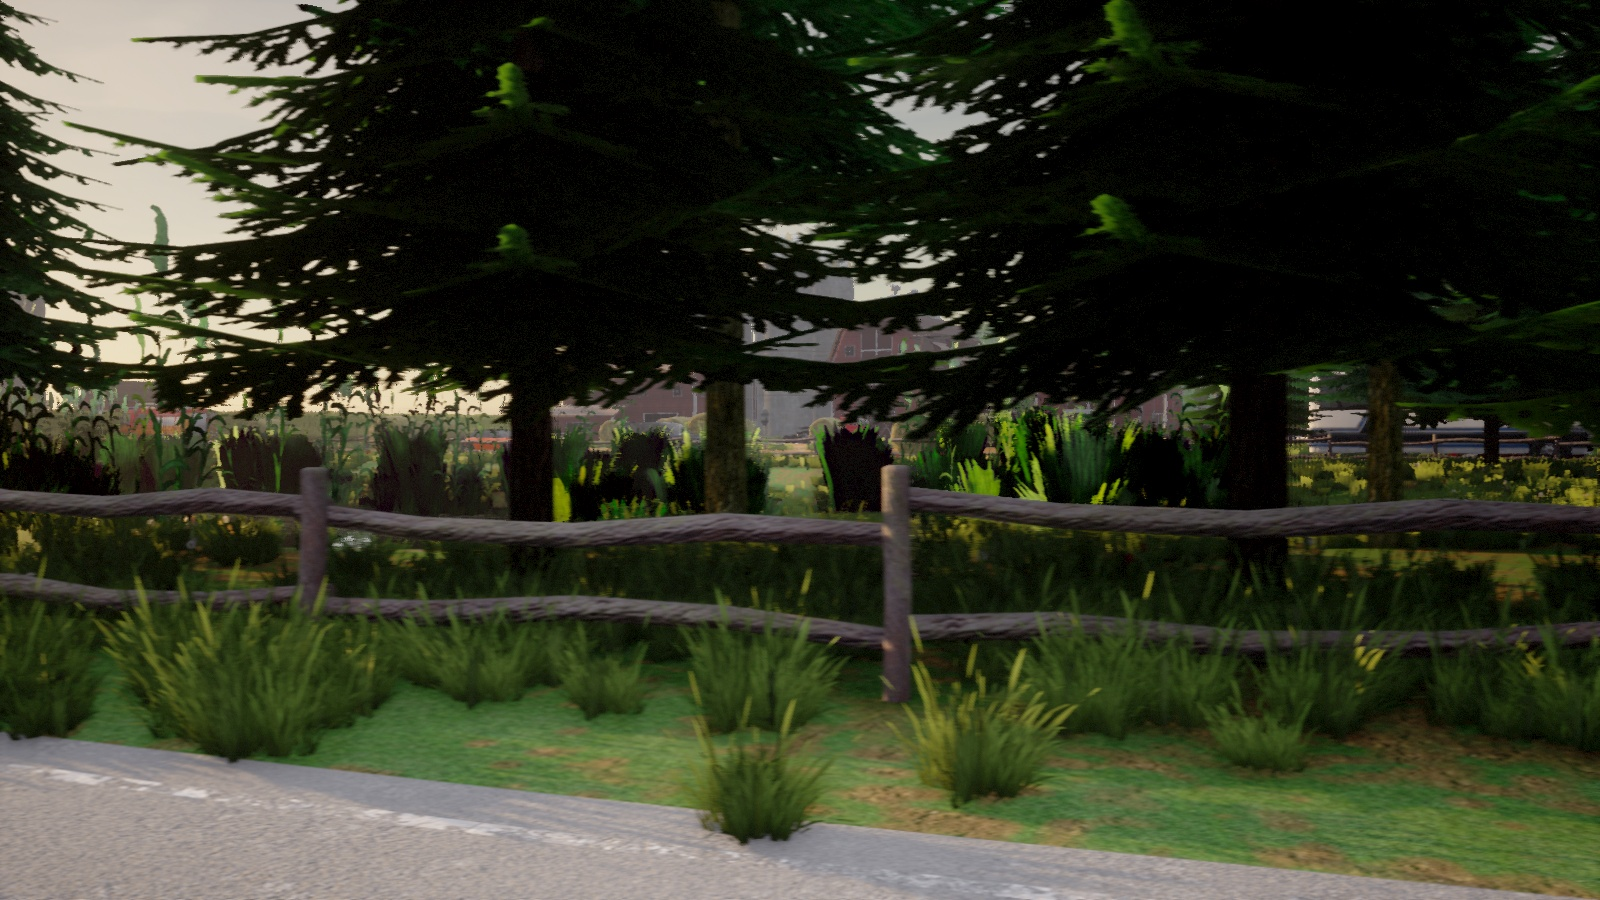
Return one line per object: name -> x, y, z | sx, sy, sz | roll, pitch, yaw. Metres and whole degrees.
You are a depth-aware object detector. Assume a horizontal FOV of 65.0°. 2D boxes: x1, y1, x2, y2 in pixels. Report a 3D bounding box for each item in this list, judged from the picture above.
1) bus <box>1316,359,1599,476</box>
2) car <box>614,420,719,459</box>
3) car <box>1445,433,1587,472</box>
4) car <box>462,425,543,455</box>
bus -> 26.247, -1.267, 49.712 | 10.273, 4.253, 3.944 | 1, 1, 30
car -> -7.379, -0.612, 69.421 | 5.566, 2.045, 2.150 | 1, 1, 30
car -> 29.535, 0.065, 51.937 | 5.008, 1.535, 1.882 | 1, 1, 30
car -> -17.920, -0.610, 75.580 | 4.553, 1.767, 2.097 | 1, 1, 30
